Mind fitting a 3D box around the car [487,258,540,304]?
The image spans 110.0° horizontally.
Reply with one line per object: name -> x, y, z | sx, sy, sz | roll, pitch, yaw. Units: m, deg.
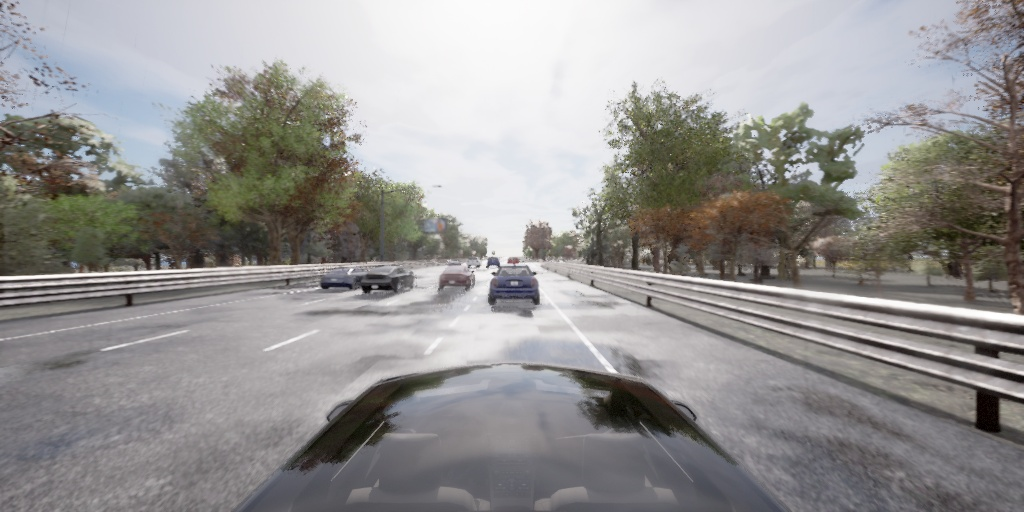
car -> 0.099, 1.137, 16.721 | 2.097, 1.767, 4.553 | 0, 0, 0

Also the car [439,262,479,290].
car -> -3.399, 1.325, 22.667 | 1.812, 1.442, 4.674 | 0, 0, 0

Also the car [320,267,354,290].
car -> -10.401, 1.364, 22.964 | 1.994, 1.385, 4.181 | 0, 0, 0

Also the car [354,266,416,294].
car -> -6.901, 1.300, 20.472 | 1.837, 1.490, 4.892 | 0, 0, 0
